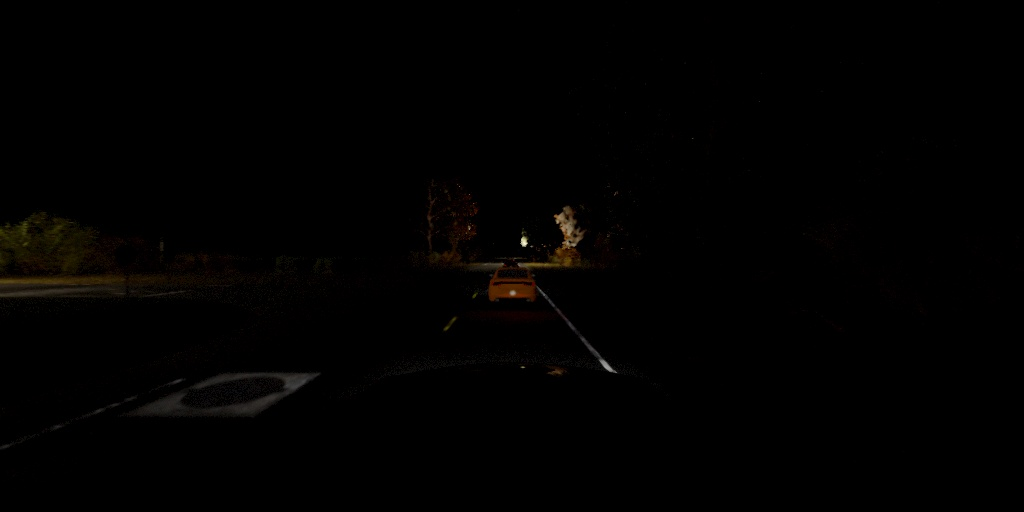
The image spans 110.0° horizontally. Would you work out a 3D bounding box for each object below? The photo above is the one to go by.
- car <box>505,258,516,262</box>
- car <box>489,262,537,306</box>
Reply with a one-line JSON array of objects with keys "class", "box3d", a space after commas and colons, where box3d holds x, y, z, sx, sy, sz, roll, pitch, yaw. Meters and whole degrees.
[{"class": "car", "box3d": [-0.133, 1.253, 45.080, 1.994, 1.385, 4.181, 0, 0, 0]}, {"class": "car", "box3d": [0.021, 1.213, 15.718, 1.882, 1.535, 5.008, 0, 0, 0]}]
